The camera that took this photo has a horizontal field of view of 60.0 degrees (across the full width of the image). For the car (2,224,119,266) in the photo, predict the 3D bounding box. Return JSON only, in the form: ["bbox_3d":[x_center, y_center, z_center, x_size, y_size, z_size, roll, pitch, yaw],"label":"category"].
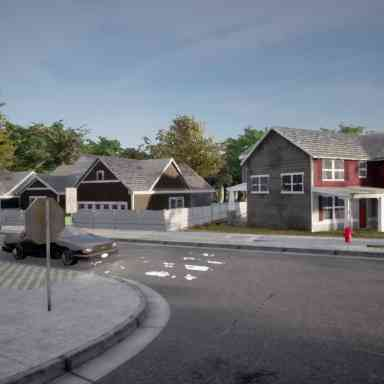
[{"bbox_3d":[-5.618,2.081,13.886,5.357,1.411,2.033,-2,0,30],"label":"car"}]
